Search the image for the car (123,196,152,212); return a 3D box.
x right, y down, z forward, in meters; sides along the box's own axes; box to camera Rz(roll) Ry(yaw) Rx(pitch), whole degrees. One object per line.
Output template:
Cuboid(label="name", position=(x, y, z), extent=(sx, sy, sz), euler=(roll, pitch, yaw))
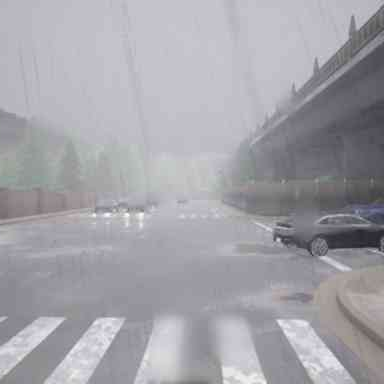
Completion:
Cuboid(label="car", position=(-6.207, 1.522, 38.359), extent=(1.837, 1.490, 4.892), euler=(0, 0, 1))

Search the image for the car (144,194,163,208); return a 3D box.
Cuboid(label="car", position=(-5.993, 1.244, 48.211), extent=(2.150, 2.045, 5.566), euler=(0, 0, 1))

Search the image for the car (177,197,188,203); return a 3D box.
Cuboid(label="car", position=(-1.898, 1.595, 67.498), extent=(1.994, 1.385, 4.181), euler=(0, 0, 1))

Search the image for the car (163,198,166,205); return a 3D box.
Cuboid(label="car", position=(-5.730, 1.591, 58.183), extent=(1.994, 1.385, 4.181), euler=(0, 0, 2))

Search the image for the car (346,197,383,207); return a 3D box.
Cuboid(label="car", position=(12.159, 1.231, 19.684), extent=(5.566, 2.045, 2.150), euler=(0, 0, 1))

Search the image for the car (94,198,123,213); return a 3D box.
Cuboid(label="car", position=(-9.715, 1.522, 38.062), extent=(1.837, 1.490, 4.892), euler=(0, 0, 1))

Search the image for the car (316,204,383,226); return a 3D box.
Cuboid(label="car", position=(11.707, 1.558, 23.188), extent=(5.357, 1.411, 2.033), euler=(0, 0, 1))

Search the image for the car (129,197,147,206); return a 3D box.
Cuboid(label="car", position=(-9.247, 1.574, 57.663), extent=(2.033, 1.411, 5.357), euler=(0, 0, 2))

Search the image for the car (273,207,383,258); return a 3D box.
Cuboid(label="car", position=(5.493, 1.499, 12.534), extent=(4.902, 1.511, 2.128), euler=(0, 0, -13))
